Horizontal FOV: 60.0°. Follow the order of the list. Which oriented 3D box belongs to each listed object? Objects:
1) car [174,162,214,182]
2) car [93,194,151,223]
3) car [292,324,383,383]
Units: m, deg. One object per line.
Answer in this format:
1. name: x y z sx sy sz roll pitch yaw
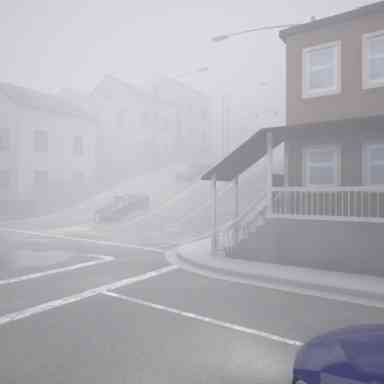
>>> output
1. car: 0.175 -2.044 32.367 1.895 1.301 4.718 0 18 35
2. car: -5.139 1.049 24.596 2.128 1.511 4.902 0 13 35
3. car: 2.931 1.526 1.873 4.674 1.442 1.812 0 0 36
